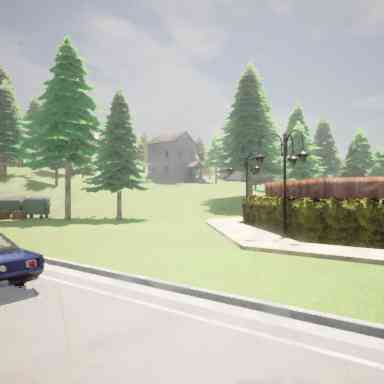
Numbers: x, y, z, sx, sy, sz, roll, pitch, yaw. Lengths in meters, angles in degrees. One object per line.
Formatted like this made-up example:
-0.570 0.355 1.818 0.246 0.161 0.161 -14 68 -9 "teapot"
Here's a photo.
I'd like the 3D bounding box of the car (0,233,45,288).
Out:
-5.691 1.601 8.055 4.718 1.301 1.895 0 0 36 "car"
